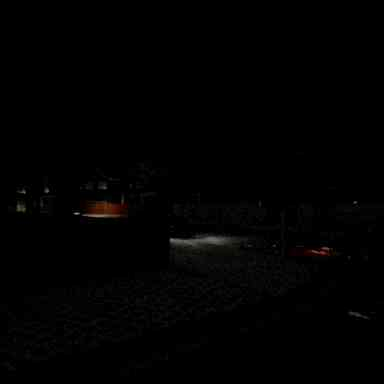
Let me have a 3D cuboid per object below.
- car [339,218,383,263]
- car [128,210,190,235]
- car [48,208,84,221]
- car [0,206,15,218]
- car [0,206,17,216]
[{"bbox_3d":[7.519,1.594,10.957,4.892,1.490,1.837,-2,-1,38],"label":"car"},{"bbox_3d":[-2.231,1.903,21.220,1.882,1.535,5.008,-1,-1,-42],"label":"car"},{"bbox_3d":[-11.939,2.261,31.326,4.892,1.490,1.837,-2,-1,43],"label":"car"},{"bbox_3d":[-23.891,2.691,42.320,5.357,1.411,2.033,-2,-1,42],"label":"car"},{"bbox_3d":[-28.576,2.877,50.605,5.357,1.411,2.033,-2,-1,45],"label":"car"}]
